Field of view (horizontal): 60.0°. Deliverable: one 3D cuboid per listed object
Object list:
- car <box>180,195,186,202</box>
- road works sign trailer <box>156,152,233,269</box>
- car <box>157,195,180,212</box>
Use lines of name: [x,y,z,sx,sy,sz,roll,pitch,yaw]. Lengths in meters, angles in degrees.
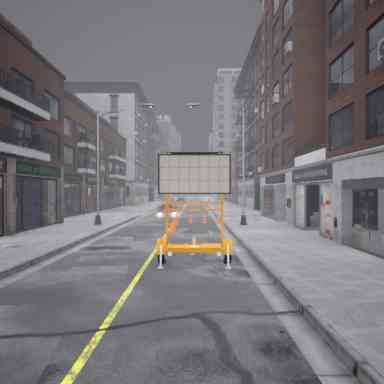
car: [-2.411,1.447,76.699,1.837,1.490,4.892,0,0,0]
road works sign trailer: [0.085,0.463,11.170,2.380,3.560,2.880,0,0,0]
car: [-2.804,1.337,38.758,2.097,1.767,4.553,0,0,0]
